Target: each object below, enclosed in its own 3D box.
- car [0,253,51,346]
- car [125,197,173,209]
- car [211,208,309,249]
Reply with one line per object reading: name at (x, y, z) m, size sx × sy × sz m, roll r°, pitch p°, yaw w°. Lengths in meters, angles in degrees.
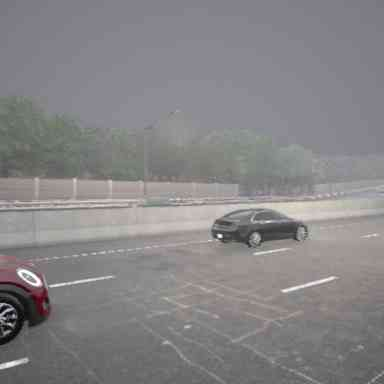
car at (-4.540, 1.351, 4.803) m, size 4.553 × 1.767 × 2.097 m, roll 0°, pitch 0°, yaw -35°
car at (-4.038, 1.300, 31.159) m, size 4.553 × 1.767 × 2.097 m, roll 0°, pitch 0°, yaw -35°
car at (3.072, 1.473, 14.512) m, size 4.892 × 1.490 × 1.837 m, roll 0°, pitch 0°, yaw -35°
